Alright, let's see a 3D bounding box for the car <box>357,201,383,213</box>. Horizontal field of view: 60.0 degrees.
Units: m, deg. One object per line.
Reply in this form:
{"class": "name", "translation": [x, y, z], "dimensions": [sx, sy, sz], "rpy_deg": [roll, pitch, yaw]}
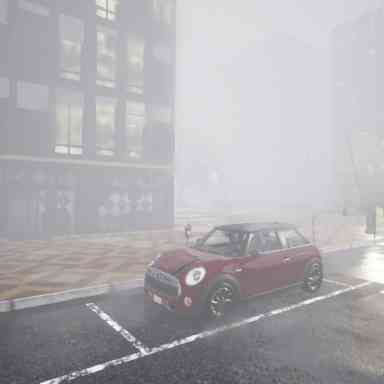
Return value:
{"class": "car", "translation": [21.047, 1.730, 37.653], "dimensions": [1.947, 1.339, 4.313], "rpy_deg": [1, -1, -35]}

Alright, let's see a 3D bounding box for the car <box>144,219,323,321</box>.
{"class": "car", "translation": [0.990, 1.442, 7.261], "dimensions": [4.097, 1.590, 1.967], "rpy_deg": [0, 1, -36]}

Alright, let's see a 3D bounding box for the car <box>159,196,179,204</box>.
{"class": "car", "translation": [-5.205, 1.724, 74.652], "dimensions": [2.192, 1.841, 5.009], "rpy_deg": [1, -1, -35]}

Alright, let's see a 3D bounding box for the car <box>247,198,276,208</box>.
{"class": "car", "translation": [11.203, 1.800, 51.527], "dimensions": [1.887, 1.381, 4.507], "rpy_deg": [1, -1, -35]}

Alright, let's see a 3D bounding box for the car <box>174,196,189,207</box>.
{"class": "car", "translation": [-2.198, 1.733, 55.931], "dimensions": [1.887, 1.381, 4.507], "rpy_deg": [1, -1, -35]}

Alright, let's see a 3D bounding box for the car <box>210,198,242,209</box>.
{"class": "car", "translation": [4.365, 1.678, 46.682], "dimensions": [2.008, 1.369, 4.403], "rpy_deg": [1, -1, -35]}

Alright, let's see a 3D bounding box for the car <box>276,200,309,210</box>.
{"class": "car", "translation": [14.484, 1.806, 46.901], "dimensions": [1.802, 1.307, 4.206], "rpy_deg": [1, -1, -35]}

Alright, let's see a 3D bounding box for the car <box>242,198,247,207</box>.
{"class": "car", "translation": [7.921, 1.726, 56.152], "dimensions": [1.967, 1.590, 4.097], "rpy_deg": [1, -1, -35]}
